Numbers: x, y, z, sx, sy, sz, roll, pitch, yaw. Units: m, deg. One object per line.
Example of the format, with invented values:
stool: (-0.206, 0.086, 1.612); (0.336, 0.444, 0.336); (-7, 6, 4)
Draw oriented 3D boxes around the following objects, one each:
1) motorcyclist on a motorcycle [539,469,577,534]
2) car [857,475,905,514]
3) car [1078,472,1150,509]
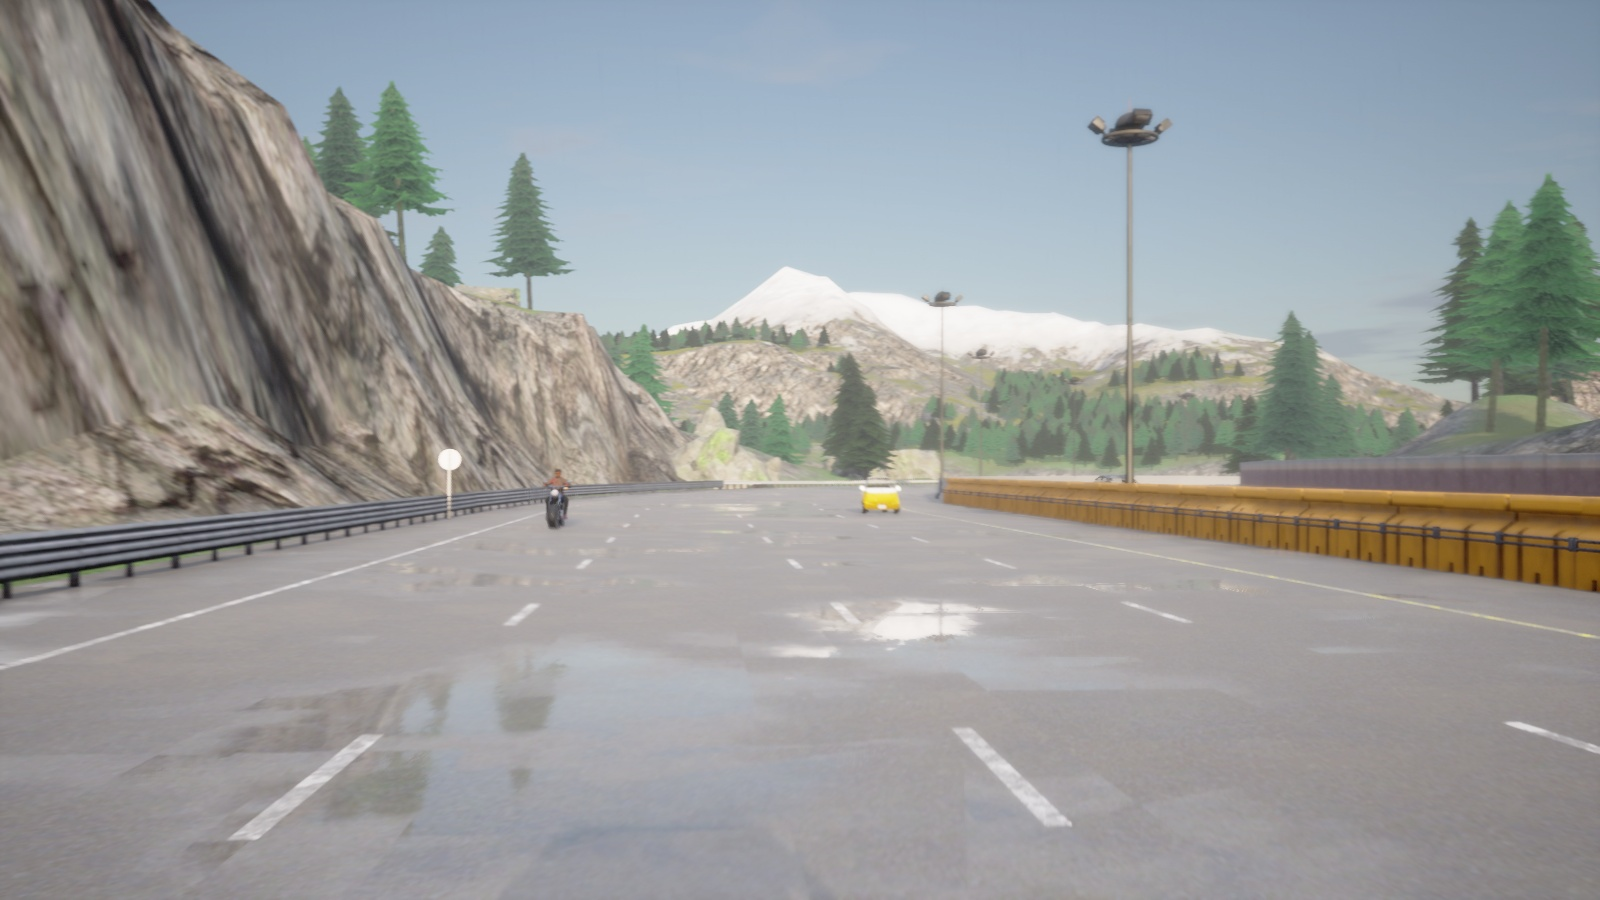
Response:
motorcyclist on a motorcycle: (-6.400, 1.343, 33.345); (0.766, 1.649, 2.350); (0, -1, -5)
car: (2.995, 1.645, 46.833); (1.481, 1.376, 2.207); (0, -1, -4)
car: (13.155, 1.672, 52.839); (1.816, 1.474, 4.193); (0, -1, -3)
